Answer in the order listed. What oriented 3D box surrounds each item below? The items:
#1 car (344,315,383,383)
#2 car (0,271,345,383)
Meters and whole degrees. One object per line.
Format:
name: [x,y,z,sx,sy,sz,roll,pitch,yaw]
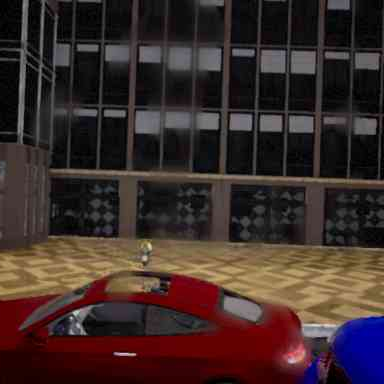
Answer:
car: [3.561,1.385,1.894,5.566,2.045,2.150,2,-1,1]
car: [-0.836,1.599,3.745,4.206,1.307,1.802,2,-1,1]
